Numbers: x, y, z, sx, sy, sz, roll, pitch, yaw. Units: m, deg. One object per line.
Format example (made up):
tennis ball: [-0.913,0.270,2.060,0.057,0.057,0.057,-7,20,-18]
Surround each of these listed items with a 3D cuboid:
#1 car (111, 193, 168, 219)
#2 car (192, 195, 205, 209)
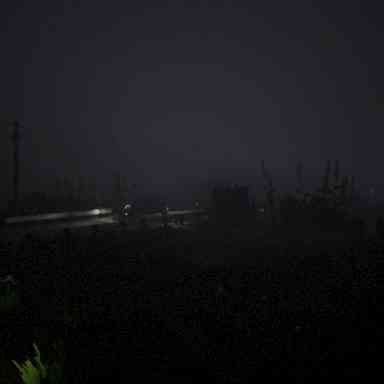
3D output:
car: [-3.975,0.995,25.623,2.097,1.767,4.553,0,3,40]
car: [2.086,0.844,32.416,2.128,1.511,4.902,0,1,42]
